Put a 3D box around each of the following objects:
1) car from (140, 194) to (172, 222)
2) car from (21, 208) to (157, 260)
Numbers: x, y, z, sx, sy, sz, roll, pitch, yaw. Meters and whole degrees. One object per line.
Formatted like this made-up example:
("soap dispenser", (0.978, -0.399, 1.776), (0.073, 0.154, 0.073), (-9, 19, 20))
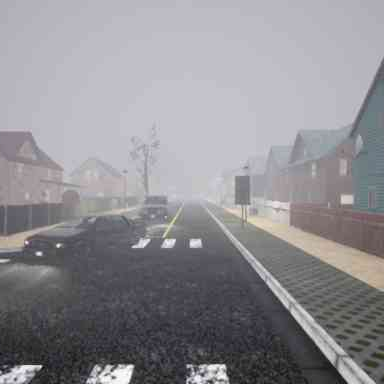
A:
("car", (-2.789, 1.283, 26.402), (2.150, 2.045, 5.566), (0, 2, 0))
("car", (-3.722, 1.549, 12.905), (2.033, 1.411, 5.357), (0, 0, 24))
